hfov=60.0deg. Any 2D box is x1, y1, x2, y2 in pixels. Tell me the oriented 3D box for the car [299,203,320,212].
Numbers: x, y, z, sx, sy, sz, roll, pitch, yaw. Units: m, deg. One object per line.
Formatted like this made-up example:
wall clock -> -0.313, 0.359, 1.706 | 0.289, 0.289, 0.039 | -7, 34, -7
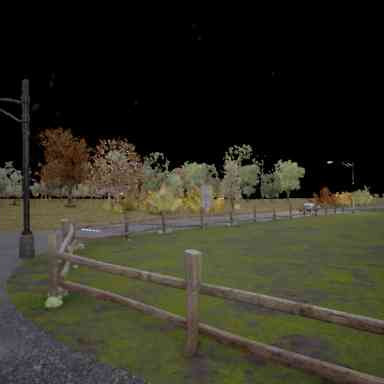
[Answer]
car -> 18.795, 2.449, 53.016 | 2.033, 1.411, 5.357 | -1, -2, 40
